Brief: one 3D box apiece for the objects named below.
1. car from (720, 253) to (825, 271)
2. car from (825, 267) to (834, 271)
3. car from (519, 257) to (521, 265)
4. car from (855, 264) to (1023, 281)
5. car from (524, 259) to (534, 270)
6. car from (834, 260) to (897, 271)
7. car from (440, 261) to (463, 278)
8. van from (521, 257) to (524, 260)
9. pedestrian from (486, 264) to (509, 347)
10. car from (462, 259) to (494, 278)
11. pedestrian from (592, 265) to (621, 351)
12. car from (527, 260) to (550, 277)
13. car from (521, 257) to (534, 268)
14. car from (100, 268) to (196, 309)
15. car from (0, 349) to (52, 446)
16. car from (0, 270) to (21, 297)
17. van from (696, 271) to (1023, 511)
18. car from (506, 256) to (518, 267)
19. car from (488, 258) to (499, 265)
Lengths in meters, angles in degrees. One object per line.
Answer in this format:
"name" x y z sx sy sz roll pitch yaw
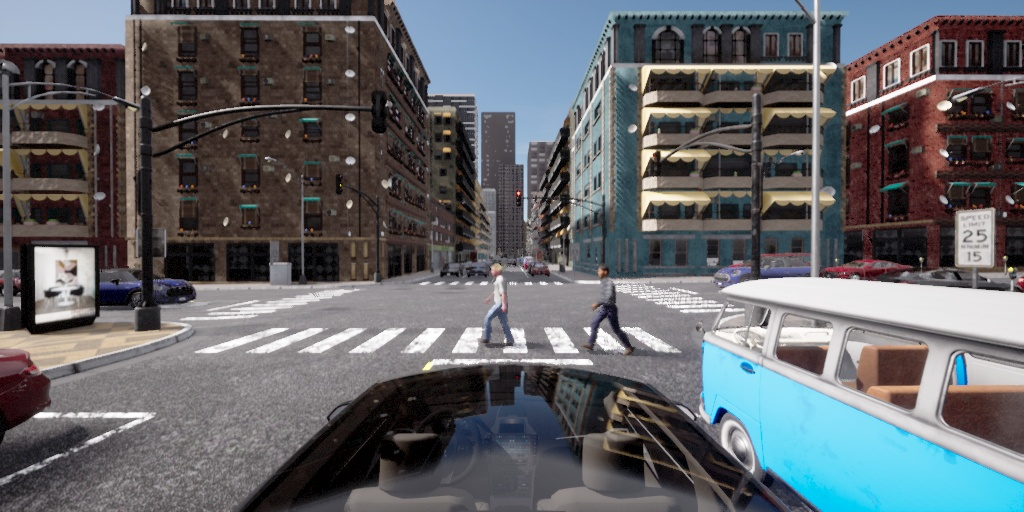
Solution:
"car" 13.274 0.864 18.994 4.553 1.767 2.097 -1 1 1
"car" 15.767 0.767 21.572 5.009 1.841 2.192 0 0 0
"car" 2.674 1.290 62.026 1.948 1.339 4.313 0 0 0
"car" 15.790 1.089 13.192 4.313 1.339 1.948 0 0 0
"car" 2.679 1.294 39.932 1.948 1.339 4.313 0 0 0
"car" 21.338 0.917 21.613 4.507 1.381 1.888 0 0 0
"car" -5.701 1.296 34.419 1.948 1.339 4.313 0 0 0
"van" 2.675 1.066 56.502 1.690 1.789 3.998 0 0 0
"pedestrian" -0.312 1.039 7.772 0.375 1.860 0.375 0 0 0
"car" -3.105 1.277 34.004 2.033 1.411 5.357 0 0 0
"pedestrian" 1.892 1.039 7.174 0.375 1.860 0.375 0 0 0
"car" 2.681 1.312 34.409 1.802 1.307 4.207 0 0 0
"car" 2.677 1.271 50.979 1.888 1.381 4.507 0 0 0
"car" -16.609 1.324 15.569 4.553 1.767 2.097 -1 0 -1
"car" -5.692 1.332 2.014 1.802 1.307 4.207 0 0 0
"car" -30.266 1.560 21.360 4.097 1.591 1.967 0 0 0
"van" 2.689 1.090 2.015 1.690 1.789 3.998 0 0 0
"car" -0.017 1.229 63.447 1.837 1.490 4.892 0 0 0
"car" -3.111 1.273 45.219 2.033 1.411 5.357 0 0 -1
